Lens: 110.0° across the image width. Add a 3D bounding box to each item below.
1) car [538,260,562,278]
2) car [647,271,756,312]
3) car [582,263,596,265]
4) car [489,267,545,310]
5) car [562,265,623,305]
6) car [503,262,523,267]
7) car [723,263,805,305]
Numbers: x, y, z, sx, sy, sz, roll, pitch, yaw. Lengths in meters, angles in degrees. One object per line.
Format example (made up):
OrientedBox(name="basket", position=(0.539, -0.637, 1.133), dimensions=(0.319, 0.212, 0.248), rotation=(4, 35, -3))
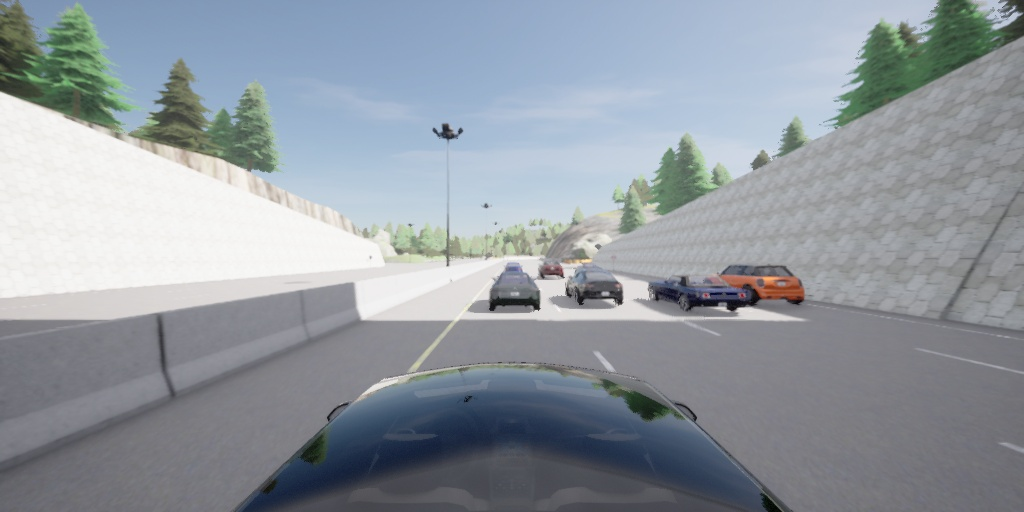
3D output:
OrientedBox(name="car", position=(3.605, 1.136, 33.941), dimensions=(2.097, 1.767, 4.553), rotation=(0, 0, 0))
OrientedBox(name="car", position=(7.101, 1.365, 14.301), dimensions=(1.895, 1.301, 4.718), rotation=(0, 0, 0))
OrientedBox(name="car", position=(7.104, 1.348, 33.539), dimensions=(1.994, 1.385, 4.181), rotation=(0, 0, 0))
OrientedBox(name="car", position=(0.102, 1.327, 14.821), dimensions=(1.994, 1.385, 4.181), rotation=(0, 0, 0))
OrientedBox(name="car", position=(3.588, 1.291, 16.075), dimensions=(1.812, 1.442, 4.674), rotation=(0, 0, 0))
OrientedBox(name="car", position=(0.105, 1.310, 34.884), dimensions=(1.812, 1.442, 4.674), rotation=(0, 0, 0))
OrientedBox(name="car", position=(10.602, 1.119, 16.225), dimensions=(2.097, 1.767, 4.553), rotation=(0, 0, 0))
